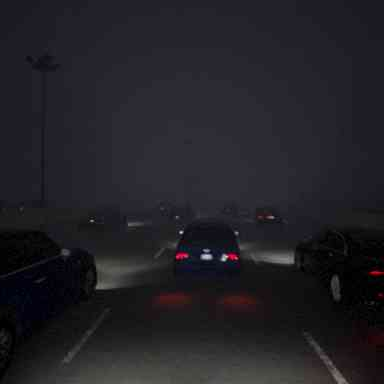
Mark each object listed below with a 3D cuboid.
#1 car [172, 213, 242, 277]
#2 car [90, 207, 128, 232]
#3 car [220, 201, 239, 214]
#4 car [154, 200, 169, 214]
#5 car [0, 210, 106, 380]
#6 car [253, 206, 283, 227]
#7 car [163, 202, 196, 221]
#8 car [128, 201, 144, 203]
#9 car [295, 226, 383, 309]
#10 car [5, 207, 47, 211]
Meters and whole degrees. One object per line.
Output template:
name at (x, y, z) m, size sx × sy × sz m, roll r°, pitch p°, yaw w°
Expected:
car at (0.512, 1.614, 10.441) m, size 2.033 × 1.411 × 5.357 m, roll 0°, pitch 0°, yaw 4°
car at (-5.505, 1.655, 21.083) m, size 1.994 × 1.385 × 4.181 m, roll 0°, pitch 0°, yaw 7°
car at (4.144, 1.773, 36.728) m, size 1.812 × 1.442 × 4.674 m, roll 0°, pitch 0°, yaw 12°
car at (-2.797, 1.772, 37.709) m, size 1.994 × 1.385 × 4.181 m, roll 0°, pitch 0°, yaw 12°
car at (-3.219, 1.364, 5.544) m, size 2.097 × 1.767 × 4.553 m, roll 0°, pitch 0°, yaw 2°
car at (5.481, 1.730, 24.286) m, size 2.033 × 1.411 × 5.357 m, roll 0°, pitch 0°, yaw 8°
car at (-0.849, 1.770, 29.093) m, size 1.895 × 1.301 × 4.718 m, roll 0°, pitch 0°, yaw 9°
car at (-11.173, 1.704, 72.047) m, size 2.097 × 1.767 × 4.553 m, roll 0°, pitch 0°, yaw 21°
car at (3.898, 1.582, 8.068) m, size 1.837 × 1.490 × 4.892 m, roll 0°, pitch 0°, yaw 3°
car at (-14.951, 1.436, 30.502) m, size 2.097 × 1.767 × 4.553 m, roll 0°, pitch 0°, yaw 9°
